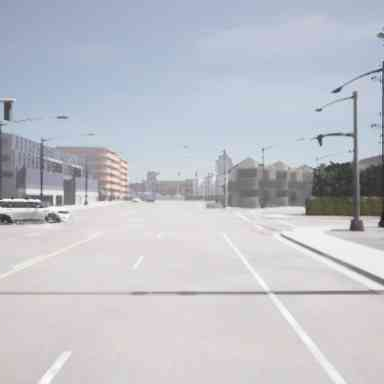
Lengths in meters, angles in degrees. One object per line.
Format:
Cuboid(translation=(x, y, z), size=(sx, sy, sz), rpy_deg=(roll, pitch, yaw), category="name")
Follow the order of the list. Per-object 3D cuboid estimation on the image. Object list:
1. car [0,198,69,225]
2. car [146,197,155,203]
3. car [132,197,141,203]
Cuboid(translation=(-12.376, 1.533, 25.440), size=(5.566, 2.045, 2.150), rpy_deg=(0, 1, -13), category="car")
Cuboid(translation=(-10.475, 2.042, 83.661), size=(1.895, 1.301, 4.718), rpy_deg=(0, 0, 0), category="car")
Cuboid(translation=(-13.975, 1.969, 83.692), size=(1.812, 1.442, 4.674), rpy_deg=(0, 0, 0), category="car")
